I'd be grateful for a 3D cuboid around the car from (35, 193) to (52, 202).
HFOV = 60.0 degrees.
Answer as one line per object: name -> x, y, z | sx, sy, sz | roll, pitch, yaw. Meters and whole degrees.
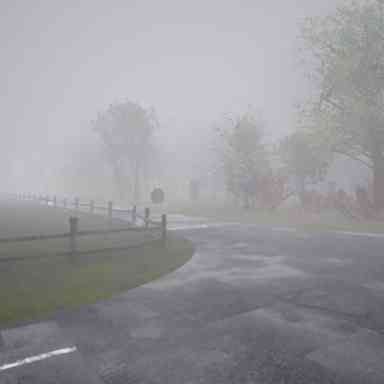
car -> -23.655, 0.823, 52.683 | 1.812, 1.442, 4.674 | 0, 1, -36
